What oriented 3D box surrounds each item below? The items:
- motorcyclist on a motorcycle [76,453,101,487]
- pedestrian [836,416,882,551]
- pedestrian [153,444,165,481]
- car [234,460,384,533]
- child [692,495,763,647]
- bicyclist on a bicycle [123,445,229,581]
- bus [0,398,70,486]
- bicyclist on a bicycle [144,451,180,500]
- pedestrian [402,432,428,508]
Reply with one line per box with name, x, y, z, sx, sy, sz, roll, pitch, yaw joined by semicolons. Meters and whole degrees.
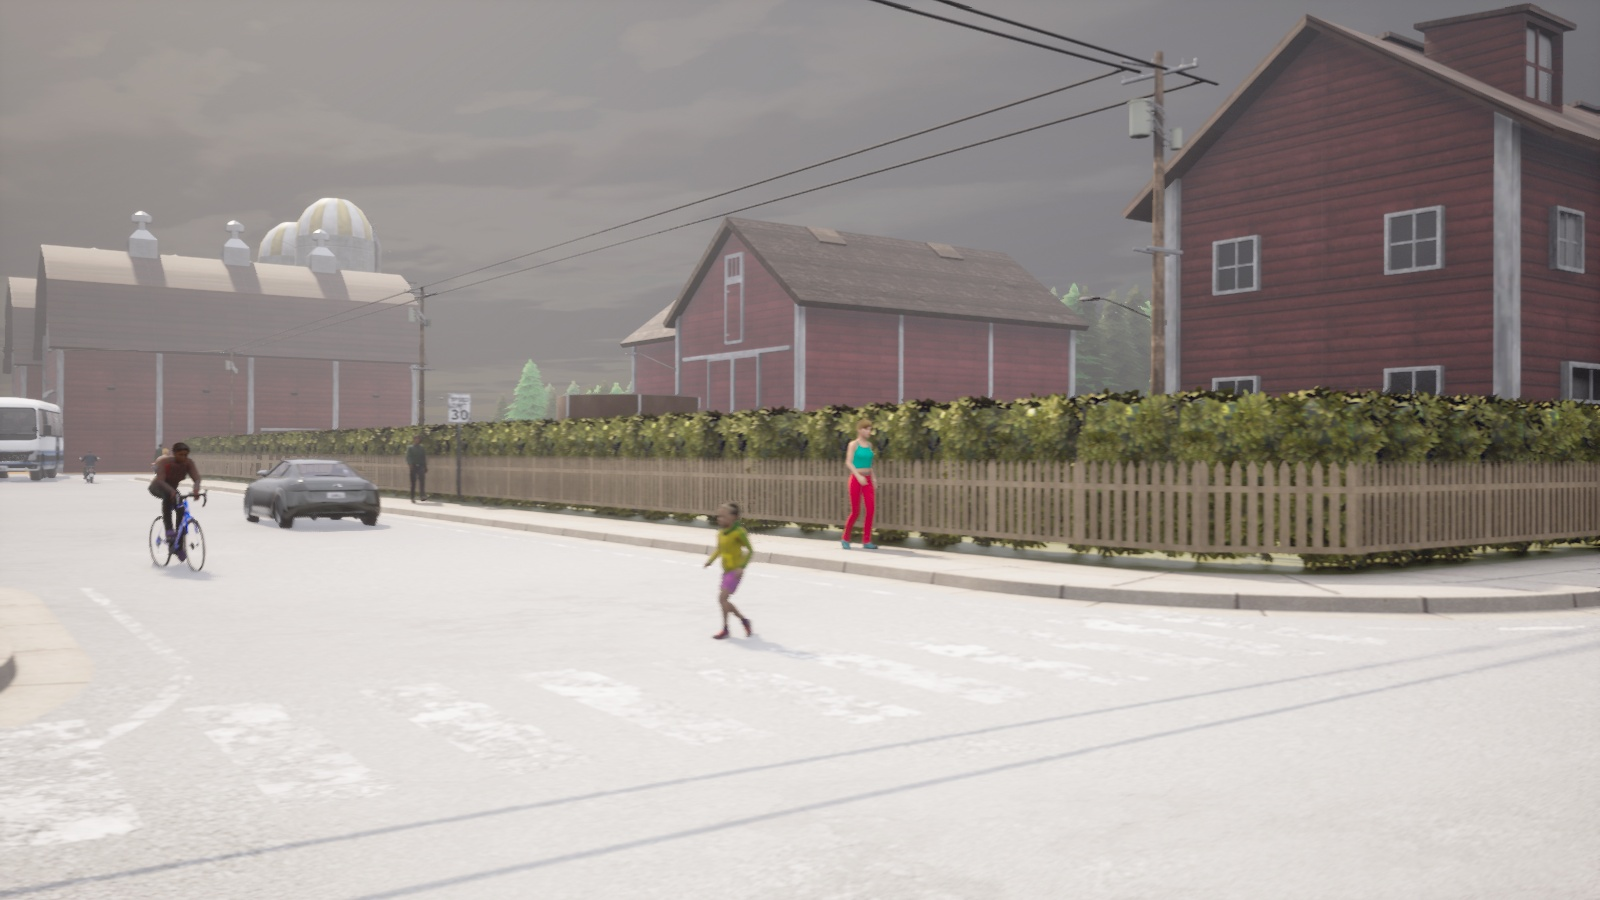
motorcyclist on a motorcycle;-34.000;0.928;59.978;0.866;1.590;1.817;0;0;-35
pedestrian;0.823;0.459;17.501;0.345;1.836;0.594;0;0;-35
pedestrian;-32.559;0.641;63.798;0.353;1.847;0.614;0;0;-11
car;-10.410;0.906;26.457;1.994;1.385;4.181;0;0;-35
child;-0.575;0.944;9.984;0.473;1.160;0.299;0;0;-34
bicyclist on a bicycle;-7.889;0.757;15.849;1.656;1.620;0.582;0;1;41
bus;-41.183;-0.383;65.788;3.944;4.253;10.273;0;0;-24
bicyclist on a bicycle;-21.282;0.840;41.897;0.866;1.612;1.509;0;0;-35
pedestrian;-10.104;0.520;32.946;0.423;1.949;0.788;0;0;-36
